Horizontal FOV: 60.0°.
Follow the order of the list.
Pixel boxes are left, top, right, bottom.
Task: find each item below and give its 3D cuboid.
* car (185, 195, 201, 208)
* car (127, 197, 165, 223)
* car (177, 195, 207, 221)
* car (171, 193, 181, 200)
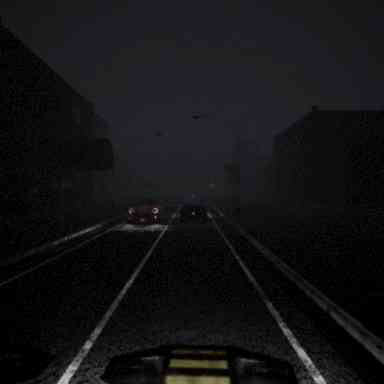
[{"bbox_3d":[0.102,1.109,41.075,1.812,1.442,4.674,0,1,0],"label":"car"},{"bbox_3d":[-3.096,1.146,22.973,2.097,1.767,4.553,0,1,0],"label":"car"},{"bbox_3d":[0.102,1.255,24.500,1.882,1.535,5.008,0,1,0],"label":"car"},{"bbox_3d":[-3.002,0.812,64.554,2.033,1.411,5.357,0,1,0],"label":"car"}]
